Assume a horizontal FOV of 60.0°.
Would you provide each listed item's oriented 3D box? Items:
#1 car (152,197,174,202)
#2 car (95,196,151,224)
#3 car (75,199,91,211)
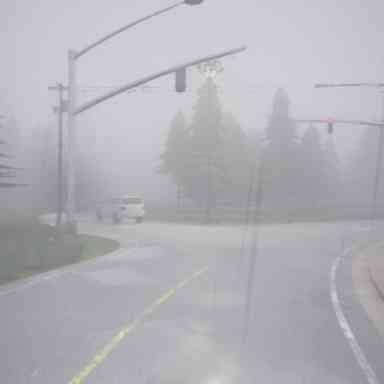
[{"bbox_3d":[-4.510,1.749,58.944,2.128,1.511,4.902,0,0,25],"label":"car"},{"bbox_3d":[-5.667,1.317,25.992,2.150,2.045,5.566,1,0,-36],"label":"car"},{"bbox_3d":[-13.277,1.577,38.864,2.128,1.511,4.902,0,0,0],"label":"car"}]
